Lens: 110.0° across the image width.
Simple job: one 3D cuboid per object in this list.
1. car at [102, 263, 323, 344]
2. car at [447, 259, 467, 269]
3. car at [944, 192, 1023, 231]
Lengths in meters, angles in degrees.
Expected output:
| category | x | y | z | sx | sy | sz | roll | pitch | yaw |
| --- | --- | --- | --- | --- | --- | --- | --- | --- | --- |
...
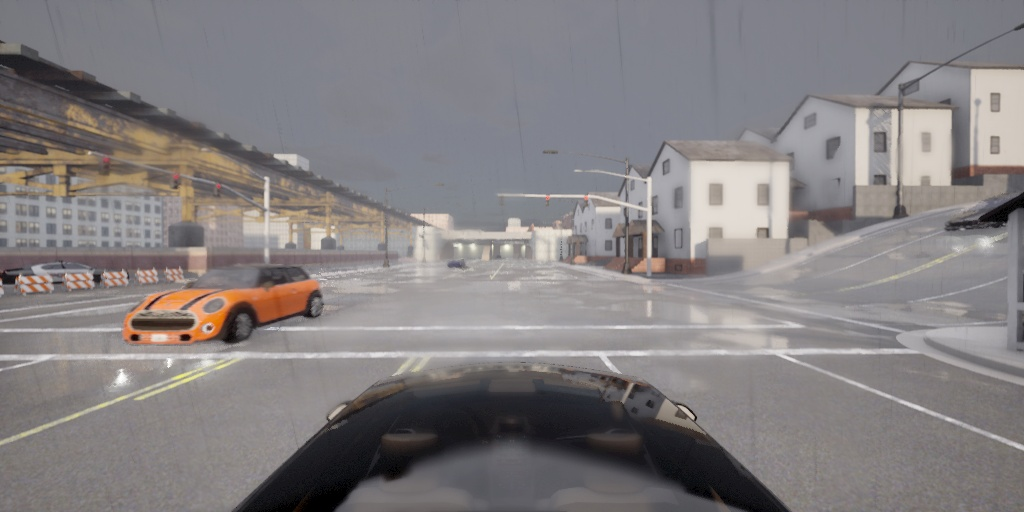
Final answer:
| category | x | y | z | sx | sy | sz | roll | pitch | yaw |
| --- | --- | --- | --- | --- | --- | --- | --- | --- | --- |
| car | -6.994 | 1.019 | 9.352 | 2.097 | 1.767 | 4.553 | 0 | 0 | 0 |
| car | -6.986 | 1.014 | 45.609 | 1.895 | 1.301 | 4.718 | 0 | 1 | 0 |
| car | 27.214 | -2.630 | 19.773 | 5.357 | 1.411 | 2.033 | -17 | 1 | -1 |
